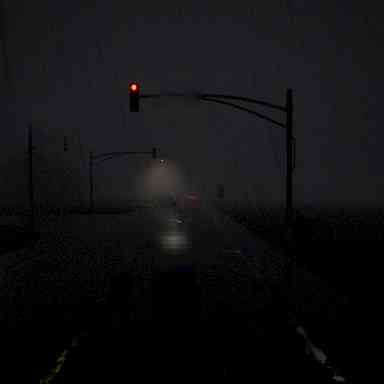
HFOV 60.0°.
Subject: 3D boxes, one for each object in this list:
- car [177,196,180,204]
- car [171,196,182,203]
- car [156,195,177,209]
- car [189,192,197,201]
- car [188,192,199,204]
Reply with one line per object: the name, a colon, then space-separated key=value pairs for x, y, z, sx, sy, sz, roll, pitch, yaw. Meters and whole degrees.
car: x=-3.431 y=1.308 z=52.298 sx=2.097 sy=1.767 sz=4.553 roll=0 pitch=0 yaw=0
car: x=-3.286 y=1.476 z=70.859 sx=1.994 sy=1.385 sz=4.181 roll=0 pitch=0 yaw=0
car: x=-3.459 y=1.320 z=43.517 sx=2.097 sy=1.767 sz=4.553 roll=0 pitch=0 yaw=0
car: x=0.260 y=1.115 z=85.836 sx=2.150 sy=2.045 sz=5.566 roll=0 pitch=0 yaw=0
car: x=0.293 y=1.289 z=64.382 sx=2.097 sy=1.767 sz=4.553 roll=0 pitch=0 yaw=0
